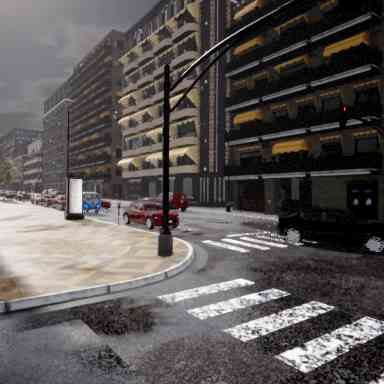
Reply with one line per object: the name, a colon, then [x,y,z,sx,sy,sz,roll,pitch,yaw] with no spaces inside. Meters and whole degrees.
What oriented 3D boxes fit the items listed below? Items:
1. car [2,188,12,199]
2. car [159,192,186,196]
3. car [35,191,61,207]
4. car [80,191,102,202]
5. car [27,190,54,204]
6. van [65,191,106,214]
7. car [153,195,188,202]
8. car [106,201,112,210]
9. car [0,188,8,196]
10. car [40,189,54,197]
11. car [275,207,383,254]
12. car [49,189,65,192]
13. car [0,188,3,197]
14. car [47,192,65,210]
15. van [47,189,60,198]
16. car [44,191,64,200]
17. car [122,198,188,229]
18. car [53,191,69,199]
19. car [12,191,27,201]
car: [-32.443,0.470,60.185,1.887,1.381,4.507,2,0,-36]
car: [-2.330,0.936,33.146,2.192,1.841,5.009,2,0,-36]
car: [-15.770,0.909,37.338,1.887,1.381,4.507,2,0,-36]
car: [-15.672,0.710,51.423,1.967,1.590,4.097,2,0,-36]
car: [-19.004,0.805,41.771,1.752,1.417,4.829,2,0,-36]
van: [-9.095,0.881,28.200,1.690,1.788,3.998,2,0,-36]
car: [-2.776,1.169,23.907,2.128,1.511,4.902,1,0,-36]
car: [-9.823,1.092,33.569,1.895,1.301,4.718,1,0,-36]
car: [-42.440,-0.022,73.893,2.192,1.841,5.009,2,0,-36]
car: [-32.345,0.272,74.270,1.967,1.590,4.097,2,0,-36]
car: [5.967,1.442,13.733,5.008,1.535,1.882,2,2,40]
car: [-17.063,0.652,43.554,2.097,1.767,4.553,1,1,-36]
car: [-39.112,0.301,69.323,2.008,1.369,4.403,2,0,-36]
car: [-12.436,0.997,32.769,1.887,1.381,4.507,2,0,-36]
van: [-29.007,0.260,69.700,1.690,1.788,3.998,2,0,-36]
car: [-24.724,0.608,59.416,2.033,1.411,5.357,1,0,-36]
car: [-2.433,1.261,19.061,1.887,1.381,4.507,2,0,-36]
car: [-25.779,0.529,65.268,1.752,1.417,4.829,2,0,-36]
car: [-25.771,0.541,51.046,1.967,1.590,4.097,2,0,-36]
